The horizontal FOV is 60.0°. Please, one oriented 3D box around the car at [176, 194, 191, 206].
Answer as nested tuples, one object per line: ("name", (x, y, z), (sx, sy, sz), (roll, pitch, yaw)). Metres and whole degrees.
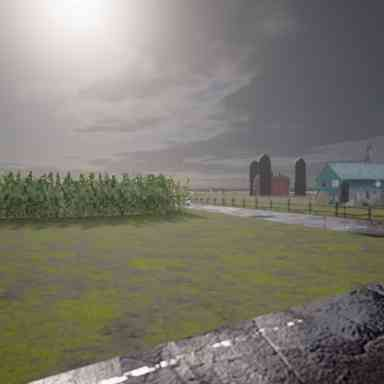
("car", (-1.991, 1.366, 59.420), (2.150, 2.045, 5.566), (0, 0, -18))
